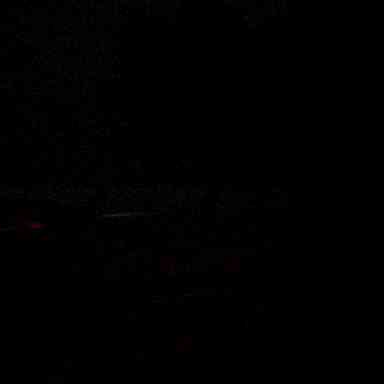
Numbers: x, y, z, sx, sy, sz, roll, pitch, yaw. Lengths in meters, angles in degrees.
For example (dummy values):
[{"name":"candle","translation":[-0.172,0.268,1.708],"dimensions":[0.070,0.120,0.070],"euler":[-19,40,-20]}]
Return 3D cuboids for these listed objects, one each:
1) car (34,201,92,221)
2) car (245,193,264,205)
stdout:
[{"name":"car","translation":[-10.712,1.545,28.032],"dimensions":[2.128,1.511,4.902],"euler":[3,2,35]},{"name":"car","translation":[12.114,1.327,64.240],"dimensions":[2.150,2.045,5.566],"euler":[3,1,30]}]
